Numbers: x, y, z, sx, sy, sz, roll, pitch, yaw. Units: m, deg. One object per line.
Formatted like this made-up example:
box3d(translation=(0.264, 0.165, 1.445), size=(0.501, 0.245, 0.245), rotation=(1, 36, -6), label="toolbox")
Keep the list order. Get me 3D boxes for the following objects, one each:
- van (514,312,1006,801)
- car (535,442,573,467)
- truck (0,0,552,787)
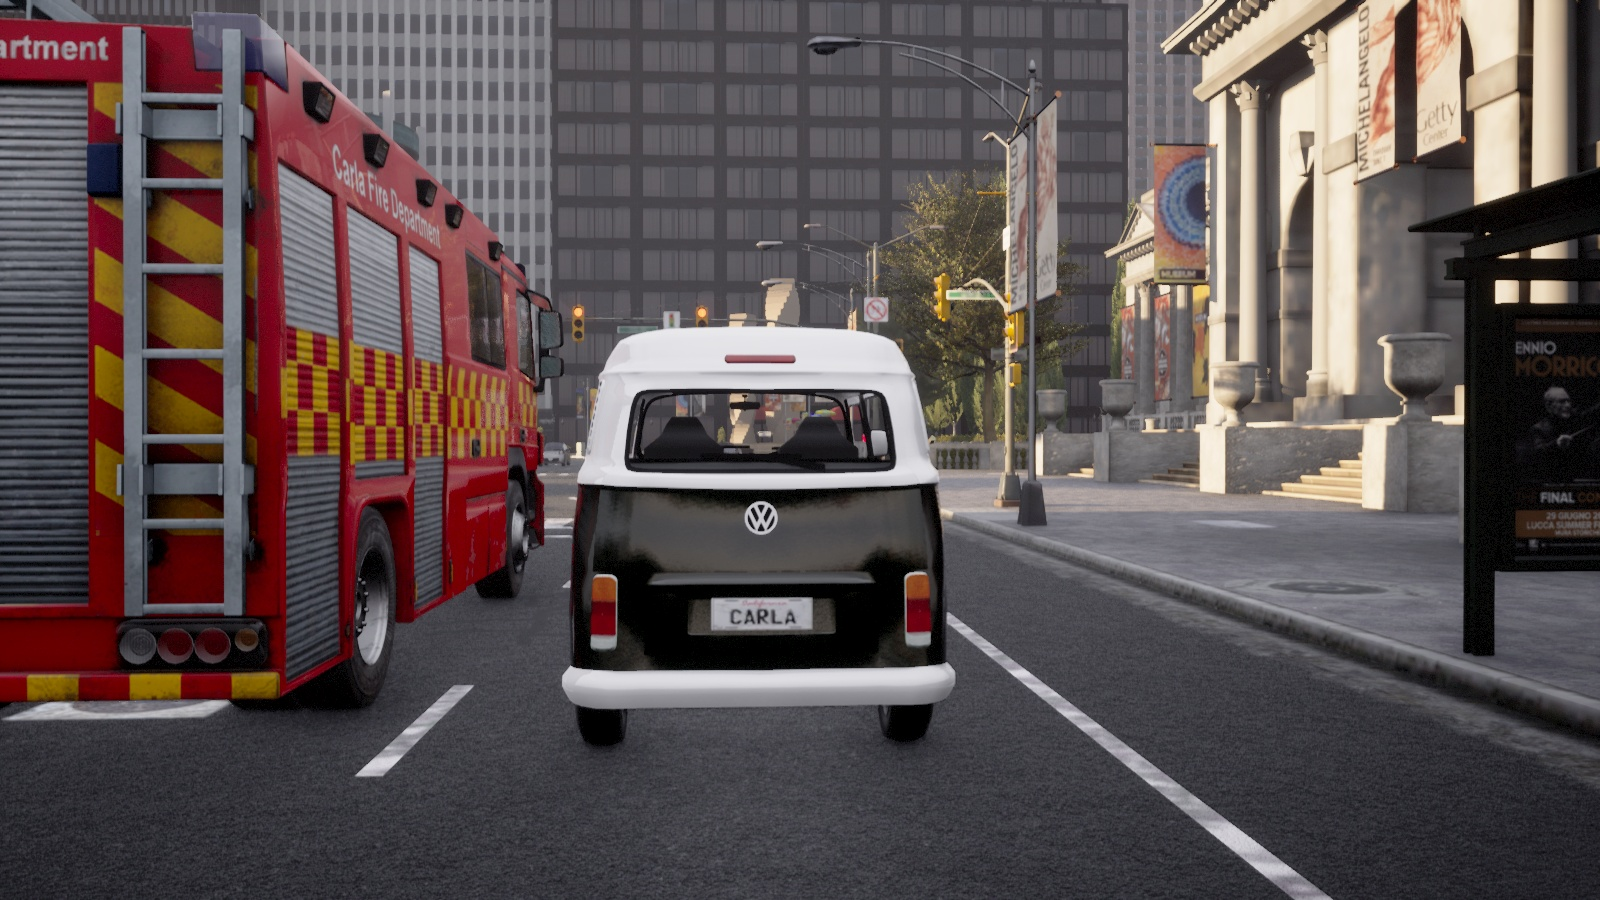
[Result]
box3d(translation=(-0.298, 0.425, 7.526), size=(2.069, 2.038, 4.480), rotation=(0, 1, -4), label="van")
box3d(translation=(-15.328, 0.272, 78.338), size=(1.845, 1.501, 3.633), rotation=(0, 0, -4), label="car")
box3d(translation=(-3.938, -0.471, 9.675), size=(2.891, 3.827, 8.468), rotation=(0, 0, -4), label="truck")
